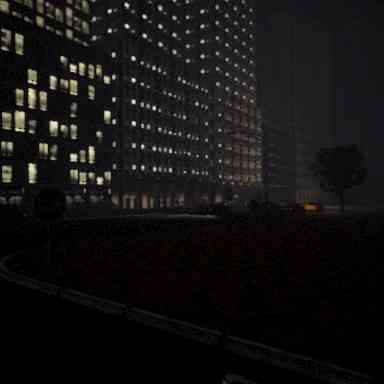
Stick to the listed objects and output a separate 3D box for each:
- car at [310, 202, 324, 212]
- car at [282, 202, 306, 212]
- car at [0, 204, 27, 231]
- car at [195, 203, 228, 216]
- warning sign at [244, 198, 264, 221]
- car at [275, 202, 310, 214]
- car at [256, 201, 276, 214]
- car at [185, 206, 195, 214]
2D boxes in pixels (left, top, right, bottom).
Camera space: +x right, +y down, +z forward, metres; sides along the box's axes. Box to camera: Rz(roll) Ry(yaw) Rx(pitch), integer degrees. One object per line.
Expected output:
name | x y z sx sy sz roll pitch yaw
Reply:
car | 19.334 2.318 52.472 1.882 1.535 5.008 -1 -1 36
car | 16.711 2.417 54.391 2.033 1.411 5.357 -1 -1 36
car | -12.580 1.522 20.067 2.097 1.767 4.553 -1 -1 36
car | 2.795 2.117 41.027 1.812 1.442 4.674 -1 -1 36
warning sign | 5.298 1.481 28.461 1.300 1.860 1.060 1 0 36
car | 13.508 2.226 44.437 2.033 1.411 5.357 -1 -1 37
car | 10.761 2.057 46.185 2.097 1.767 4.553 -1 -1 37
car | 1.099 2.248 44.220 1.895 1.301 4.718 -1 -1 36
